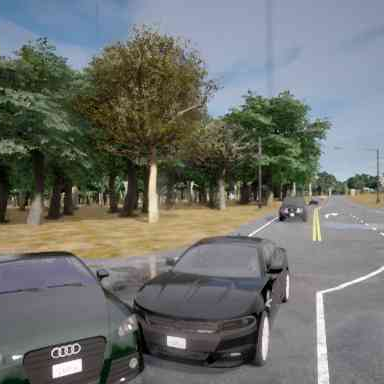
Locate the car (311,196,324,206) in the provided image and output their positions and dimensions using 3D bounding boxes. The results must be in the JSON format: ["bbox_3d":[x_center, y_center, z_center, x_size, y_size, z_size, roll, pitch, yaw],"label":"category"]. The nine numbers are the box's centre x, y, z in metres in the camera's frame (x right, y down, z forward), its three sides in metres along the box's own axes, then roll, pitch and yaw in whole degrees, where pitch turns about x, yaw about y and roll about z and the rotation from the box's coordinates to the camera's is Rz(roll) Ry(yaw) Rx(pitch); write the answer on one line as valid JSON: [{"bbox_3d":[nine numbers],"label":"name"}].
[{"bbox_3d":[22.029,1.810,59.923,1.895,1.301,4.718,-1,0,28],"label":"car"}]

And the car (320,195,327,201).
[{"bbox_3d":[34.148,1.532,86.680,1.882,1.535,5.008,-1,0,21],"label":"car"}]

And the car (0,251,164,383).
[{"bbox_3d":[-2.328,1.643,5.014,1.994,1.385,4.181,1,-2,-33],"label":"car"}]

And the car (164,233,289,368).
[{"bbox_3d":[0.714,1.613,6.320,1.882,1.535,5.008,-1,-2,21],"label":"car"}]

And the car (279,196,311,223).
[{"bbox_3d":[8.729,1.413,28.413,2.150,2.045,5.566,-1,0,20],"label":"car"}]
